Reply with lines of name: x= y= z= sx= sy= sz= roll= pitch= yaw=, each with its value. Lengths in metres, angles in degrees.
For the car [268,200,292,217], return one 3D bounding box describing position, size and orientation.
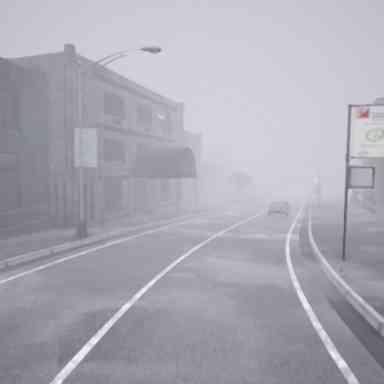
car: x=8.370 y=1.495 z=31.722 sx=2.033 sy=1.411 sz=5.357 roll=2 pitch=1 yaw=20
